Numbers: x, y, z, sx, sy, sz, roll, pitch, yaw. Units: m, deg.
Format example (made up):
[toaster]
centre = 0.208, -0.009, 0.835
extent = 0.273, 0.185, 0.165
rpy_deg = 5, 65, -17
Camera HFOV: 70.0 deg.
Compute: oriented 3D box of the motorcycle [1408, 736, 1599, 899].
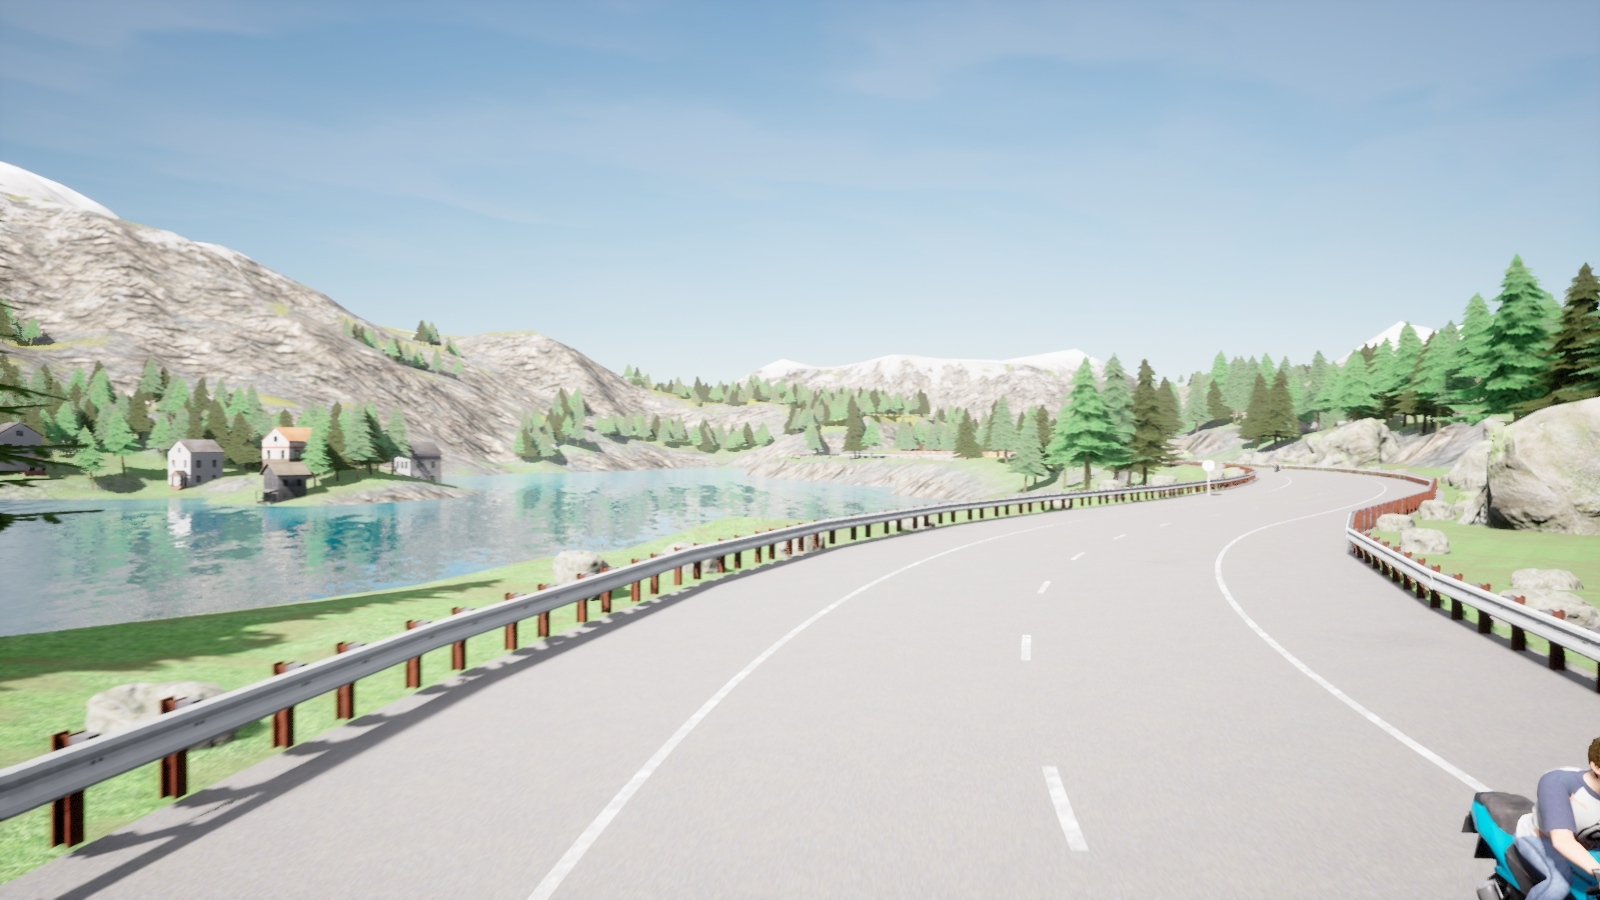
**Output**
[motorcycle]
centre = 3.654, 2.179, 5.209
extent = 0.803, 1.217, 2.033
rpy_deg = 0, 0, 4
